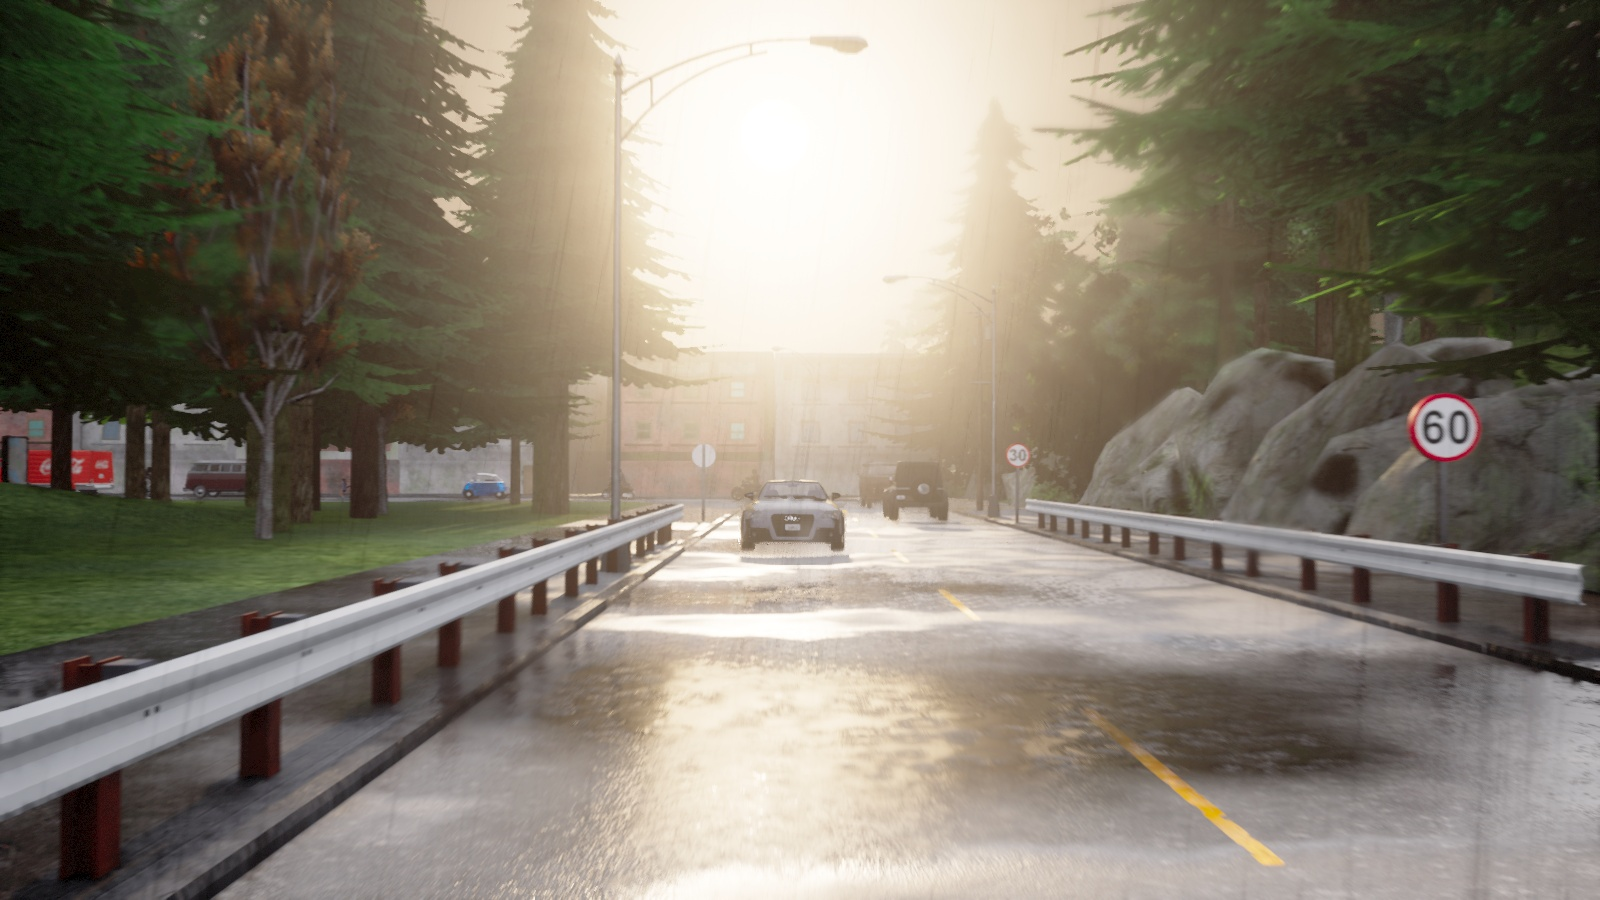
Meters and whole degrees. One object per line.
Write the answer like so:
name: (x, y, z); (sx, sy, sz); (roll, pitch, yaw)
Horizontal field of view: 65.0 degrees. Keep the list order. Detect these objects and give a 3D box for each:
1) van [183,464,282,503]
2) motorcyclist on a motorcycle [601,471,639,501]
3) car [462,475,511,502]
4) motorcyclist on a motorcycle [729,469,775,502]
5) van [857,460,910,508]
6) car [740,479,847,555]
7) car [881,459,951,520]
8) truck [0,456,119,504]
van: (-29.918, 1.767, 66.273); (4.442, 1.987, 1.775); (0, -1, 0)
motorcyclist on a motorcycle: (-9.493, 1.885, 66.197); (1.817, 1.590, 0.866); (0, -1, 3)
car: (-16.540, 2.016, 66.269); (2.207, 1.376, 1.481); (0, -1, 0)
motorcyclist on a motorcycle: (-2.502, 1.833, 64.834); (2.350, 1.649, 0.766); (-1, -1, 34)
van: (3.557, 1.441, 54.436); (1.775, 1.987, 4.442); (0, -1, -3)
car: (-0.136, 1.294, 25.437); (1.994, 1.385, 4.181); (0, -1, 0)
car: (3.752, 1.269, 41.305); (1.905, 1.878, 3.866); (0, -1, 0)
truck: (-39.238, 1.564, 66.265); (5.204, 2.467, 2.627); (0, -1, 0)
